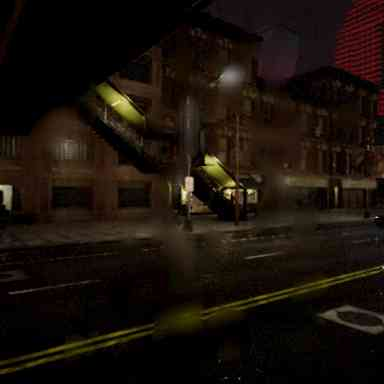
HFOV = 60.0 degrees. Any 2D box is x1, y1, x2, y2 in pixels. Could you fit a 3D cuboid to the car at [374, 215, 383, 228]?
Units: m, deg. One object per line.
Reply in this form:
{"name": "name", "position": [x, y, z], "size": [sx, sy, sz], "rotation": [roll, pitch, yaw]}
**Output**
{"name": "car", "position": [14.642, 1.843, 23.152], "size": [4.718, 1.301, 1.895], "rotation": [1, 0, -36]}
